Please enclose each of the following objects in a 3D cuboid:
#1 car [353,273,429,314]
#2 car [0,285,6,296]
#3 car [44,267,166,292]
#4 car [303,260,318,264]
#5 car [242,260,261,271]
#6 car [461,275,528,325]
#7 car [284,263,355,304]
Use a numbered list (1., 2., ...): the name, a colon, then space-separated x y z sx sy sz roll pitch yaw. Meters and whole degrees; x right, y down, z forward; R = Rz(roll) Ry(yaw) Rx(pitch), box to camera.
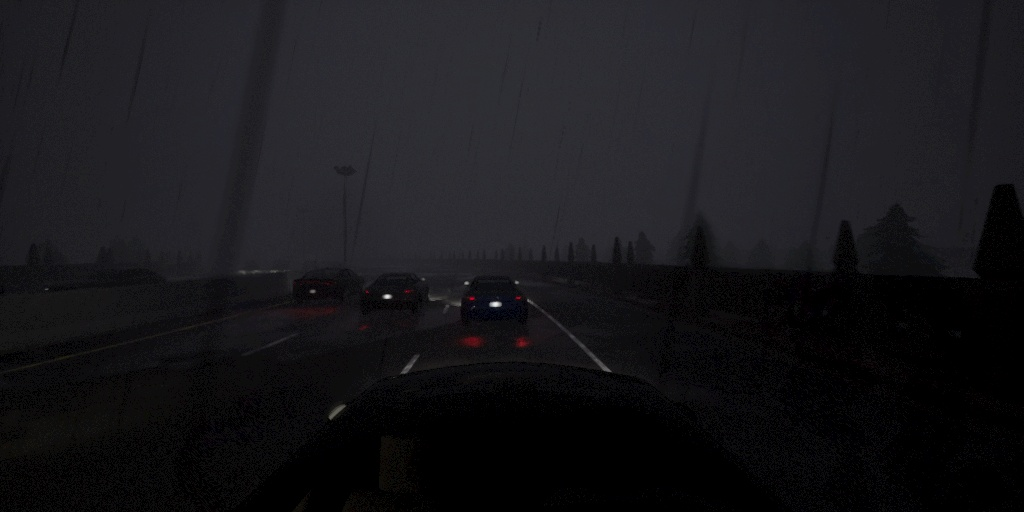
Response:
1. car: -4.394 1.326 13.927 1.994 1.385 4.181 0 0 -7
2. car: -21.981 1.431 12.761 1.895 1.301 4.718 0 0 -8
3. car: -19.222 1.323 17.271 1.837 1.490 4.892 0 0 -11
4. car: -26.074 1.325 46.548 2.128 1.511 4.902 0 0 -29
5. car: -36.972 1.350 50.939 1.882 1.535 5.008 0 0 -34
6. car: -0.649 1.313 11.935 1.994 1.385 4.181 0 0 -5
7. car: -8.285 1.254 16.697 1.882 1.535 5.008 0 0 -8
